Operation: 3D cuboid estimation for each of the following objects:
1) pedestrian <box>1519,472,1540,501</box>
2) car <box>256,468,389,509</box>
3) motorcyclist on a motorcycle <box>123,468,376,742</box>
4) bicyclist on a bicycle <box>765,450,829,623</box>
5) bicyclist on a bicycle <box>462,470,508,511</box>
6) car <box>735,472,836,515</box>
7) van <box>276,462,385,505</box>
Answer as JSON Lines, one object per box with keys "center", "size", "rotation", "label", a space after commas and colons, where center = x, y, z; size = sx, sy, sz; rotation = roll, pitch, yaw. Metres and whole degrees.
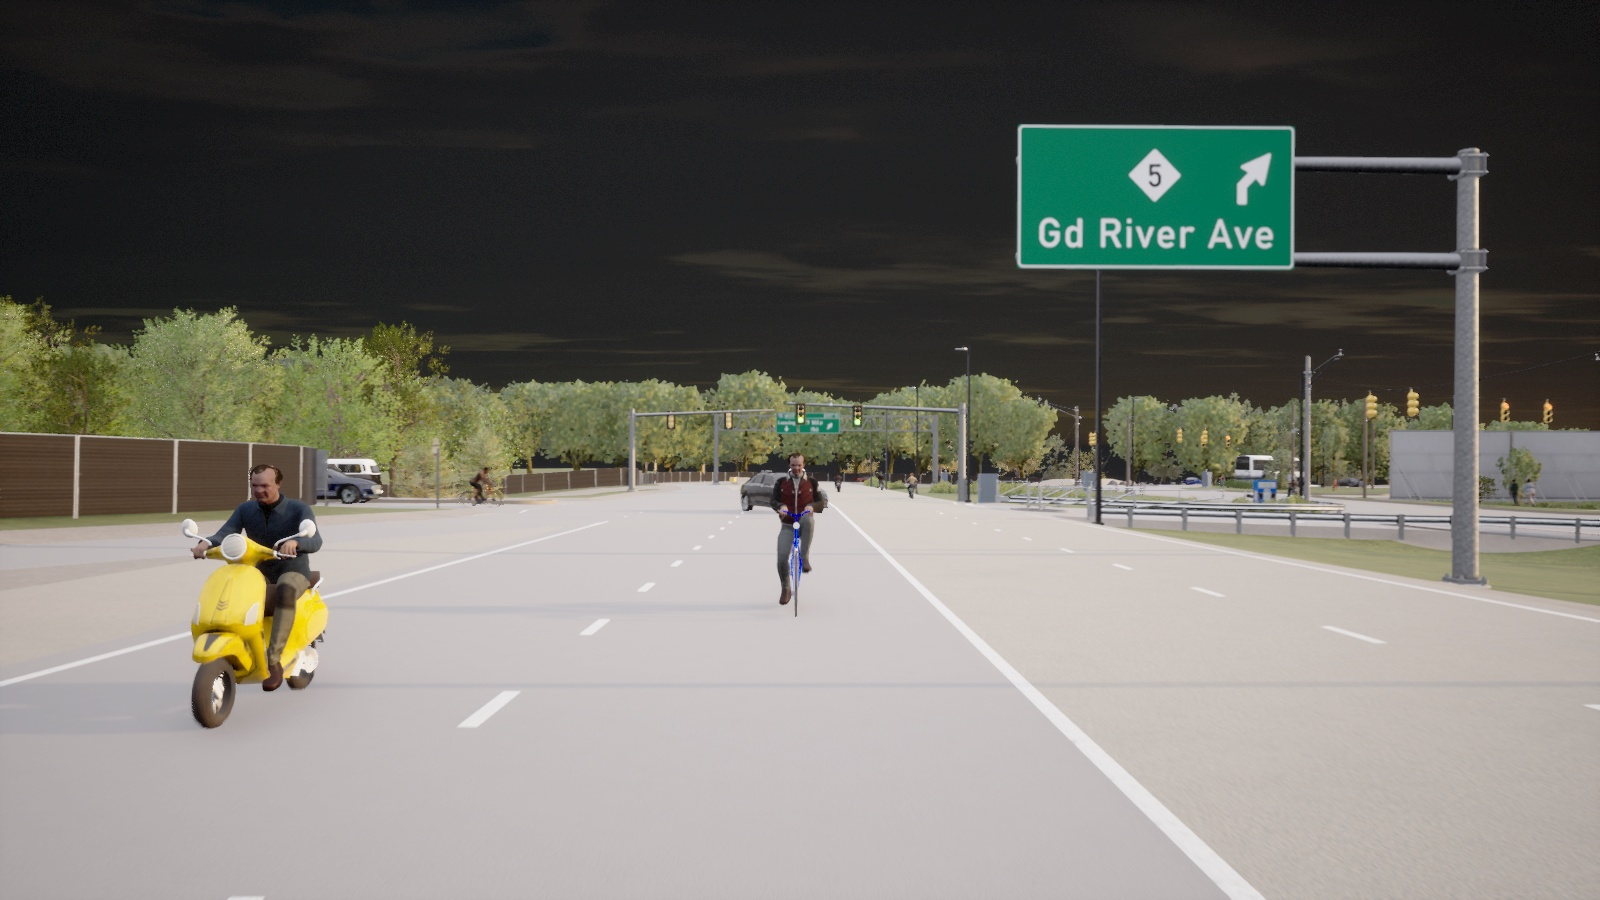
{"center": [47.221, 2.373, 81.300], "size": [0.874, 1.855, 0.900], "rotation": [0, 0, -2], "label": "pedestrian"}
{"center": [-20.119, 1.614, 53.036], "size": [4.856, 1.649, 2.033], "rotation": [0, -1, 0], "label": "car"}
{"center": [-3.519, 0.917, 8.241], "size": [0.866, 1.590, 1.817], "rotation": [0, -1, 0], "label": "motorcyclist on a motorcycle"}
{"center": [-0.033, 0.912, 13.865], "size": [0.659, 1.776, 1.843], "rotation": [0, -1, 0], "label": "bicyclist on a bicycle"}
{"center": [-12.438, 1.592, 49.540], "size": [1.656, 1.620, 0.582], "rotation": [0, 0, 2], "label": "bicyclist on a bicycle"}
{"center": [-0.610, 1.595, 47.016], "size": [1.837, 1.490, 4.892], "rotation": [1, -1, -26], "label": "car"}
{"center": [-22.691, 1.623, 60.816], "size": [4.480, 2.038, 2.069], "rotation": [0, 0, 0], "label": "van"}
